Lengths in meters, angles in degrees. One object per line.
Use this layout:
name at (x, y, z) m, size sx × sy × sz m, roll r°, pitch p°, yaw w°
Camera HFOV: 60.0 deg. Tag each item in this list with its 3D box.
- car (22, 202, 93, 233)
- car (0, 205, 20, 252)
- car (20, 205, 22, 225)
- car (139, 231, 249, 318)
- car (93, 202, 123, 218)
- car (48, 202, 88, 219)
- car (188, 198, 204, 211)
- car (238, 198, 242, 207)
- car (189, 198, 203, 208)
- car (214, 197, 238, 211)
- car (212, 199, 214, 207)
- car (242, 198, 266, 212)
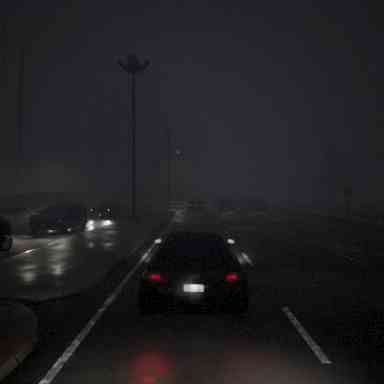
car at (-7.790, 1.475, 19.918) m, size 1.882 × 1.535 × 5.008 m, roll 0°, pitch 0°, yaw 1°
car at (-7.967, 1.351, 10.872) m, size 2.097 × 1.767 × 4.553 m, roll 0°, pitch 0°, yaw 1°
car at (-11.285, 1.523, 20.369) m, size 1.812 × 1.442 × 4.674 m, roll 0°, pitch 0°, yaw 1°
car at (0.054, 1.563, 7.517) m, size 1.994 × 1.385 × 4.181 m, roll 0°, pitch 0°, yaw 1°
car at (-7.663, 1.598, 30.007) m, size 1.895 × 1.301 × 4.718 m, roll 0°, pitch 0°, yaw 1°
car at (-11.160, 1.597, 30.308) m, size 1.895 × 1.301 × 4.718 m, roll 0°, pitch 0°, yaw 1°
car at (0.470, 1.543, 39.638) m, size 2.033 × 1.411 × 5.357 m, roll 0°, pitch 0°, yaw 1°
car at (7.578, 1.558, 49.714) m, size 1.994 × 1.385 × 4.181 m, roll 0°, pitch 0°, yaw 1°
car at (0.582, 1.558, 49.987) m, size 1.994 × 1.385 × 4.181 m, roll 0°, pitch 0°, yaw 1°
car at (3.977, 1.500, 39.847) m, size 1.837 × 1.490 × 4.892 m, roll 0°, pitch 0°, yaw 1°
car at (4.090, 1.486, 50.174) m, size 2.128 × 1.511 × 4.902 m, roll 0°, pitch 0°, yaw 1°
car at (7.462, 1.473, 39.229) m, size 1.882 × 1.535 × 5.008 m, roll 0°, pitch 0°, yaw 1°
